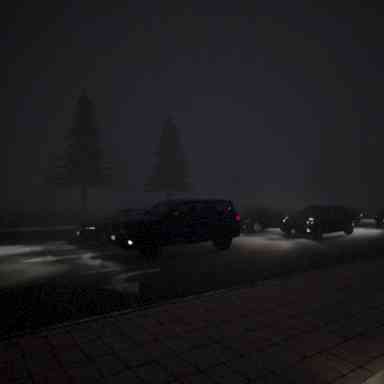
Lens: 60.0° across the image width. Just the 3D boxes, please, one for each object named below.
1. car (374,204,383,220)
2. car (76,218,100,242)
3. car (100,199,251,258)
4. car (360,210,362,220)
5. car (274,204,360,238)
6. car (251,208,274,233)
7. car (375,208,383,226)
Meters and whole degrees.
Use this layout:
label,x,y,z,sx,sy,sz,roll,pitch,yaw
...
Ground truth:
label,x,y,z,sx,sy,sz,roll,pitch,yaw
car,19.715,1.886,32.050,4.892,1.490,1.837,1,0,-35
car,-2.979,1.566,15.975,4.902,1.511,2.128,1,0,-35
car,-0.529,1.301,13.432,5.566,2.045,2.150,1,0,-34
car,11.531,1.762,26.301,4.902,1.511,2.128,1,0,-35
car,7.186,1.537,18.918,4.553,1.767,2.097,1,0,-35
car,4.283,1.737,21.154,4.181,1.385,1.994,1,0,-36
car,15.599,1.790,24.895,4.902,1.511,2.128,1,0,-35
